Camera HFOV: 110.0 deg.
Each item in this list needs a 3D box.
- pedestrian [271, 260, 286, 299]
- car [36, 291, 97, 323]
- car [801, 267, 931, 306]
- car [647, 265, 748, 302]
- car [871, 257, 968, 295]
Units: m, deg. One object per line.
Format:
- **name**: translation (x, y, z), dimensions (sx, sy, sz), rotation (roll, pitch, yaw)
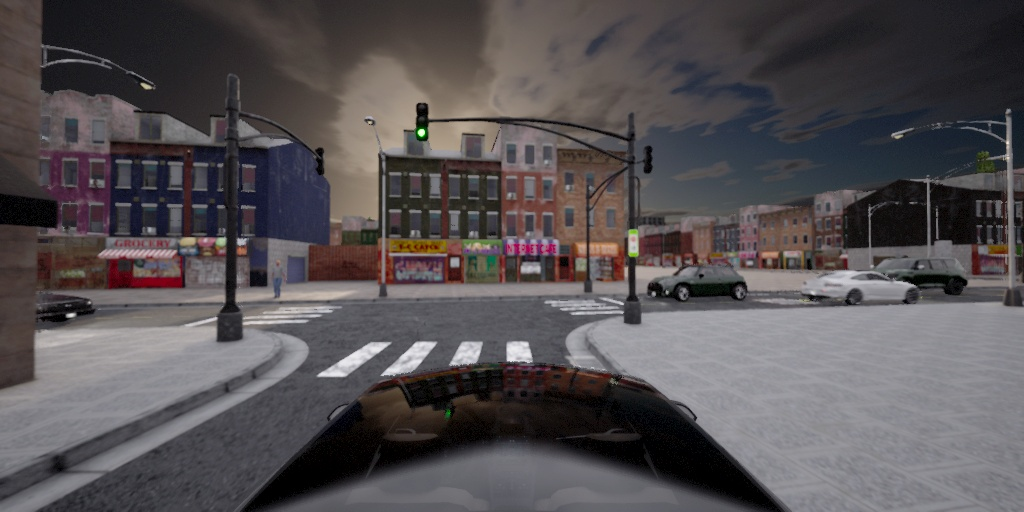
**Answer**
- **pedestrian**: translation (-11.266, 1.093, 17.236), dimensions (0.375, 1.860, 0.375), rotation (0, -1, -10)
- **car**: translation (-16.038, 1.421, 10.487), dimensions (5.357, 1.411, 2.033), rotation (0, -1, -10)
- **car**: translation (15.265, 1.355, 15.820), dimensions (4.674, 1.442, 1.812), rotation (0, -1, -9)
- **car**: translation (9.014, 1.231, 17.652), dimensions (4.553, 1.767, 2.097), rotation (0, -1, -11)
- **car**: translation (21.896, 1.086, 19.833), dimensions (5.566, 2.045, 2.150), rotation (0, -1, -9)
